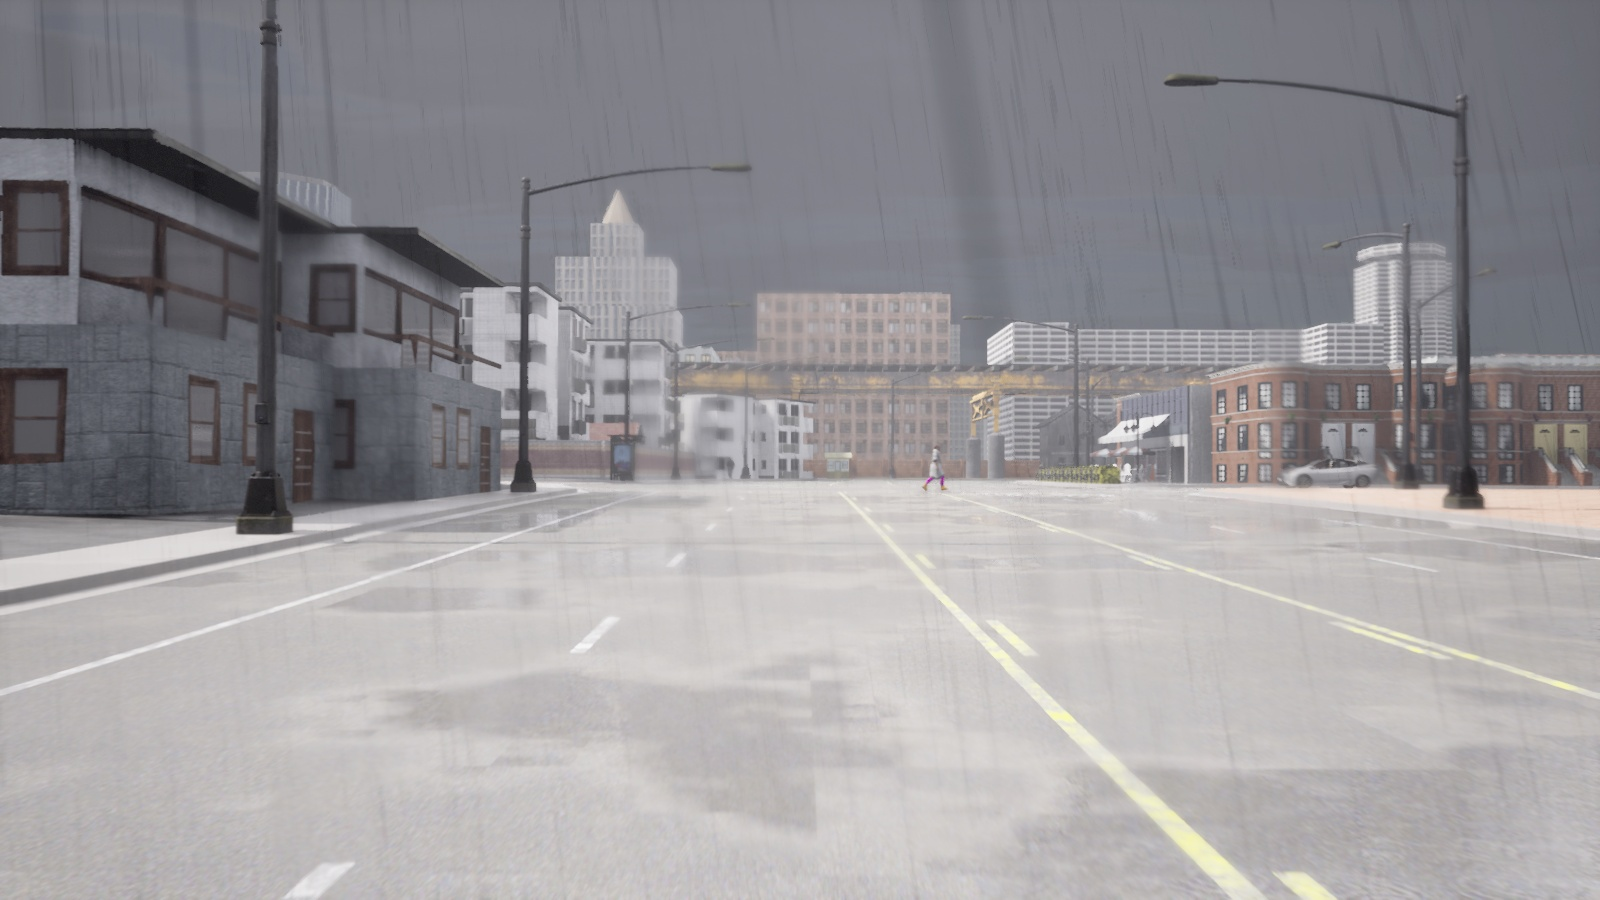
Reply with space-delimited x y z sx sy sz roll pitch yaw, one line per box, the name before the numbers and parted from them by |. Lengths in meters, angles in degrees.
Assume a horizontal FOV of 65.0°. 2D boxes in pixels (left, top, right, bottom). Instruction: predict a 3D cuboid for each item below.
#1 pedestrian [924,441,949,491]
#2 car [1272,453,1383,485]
pedestrian | 5.411 0.625 49.700 0.873 1.952 0.659 0 -1 -4
car | 25.603 0.913 61.070 4.514 1.525 2.007 0 -1 1
